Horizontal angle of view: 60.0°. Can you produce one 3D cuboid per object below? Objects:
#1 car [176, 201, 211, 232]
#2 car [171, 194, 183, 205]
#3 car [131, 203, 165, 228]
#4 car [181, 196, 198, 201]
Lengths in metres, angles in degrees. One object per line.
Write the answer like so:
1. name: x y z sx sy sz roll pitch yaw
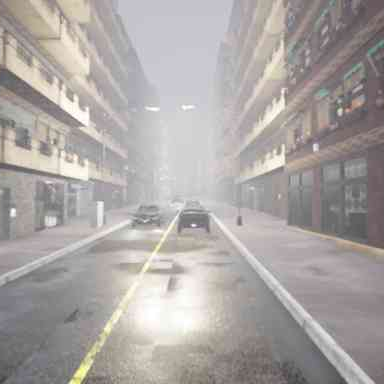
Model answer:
1. car: 0.094 1.523 20.128 1.837 1.490 4.892 0 0 0
2. car: -2.788 1.361 63.660 2.150 2.045 5.566 0 0 0
3. car: -2.858 1.526 22.480 1.837 1.490 4.892 0 0 0
4. car: 0.084 1.550 41.546 2.128 1.511 4.902 0 0 0
